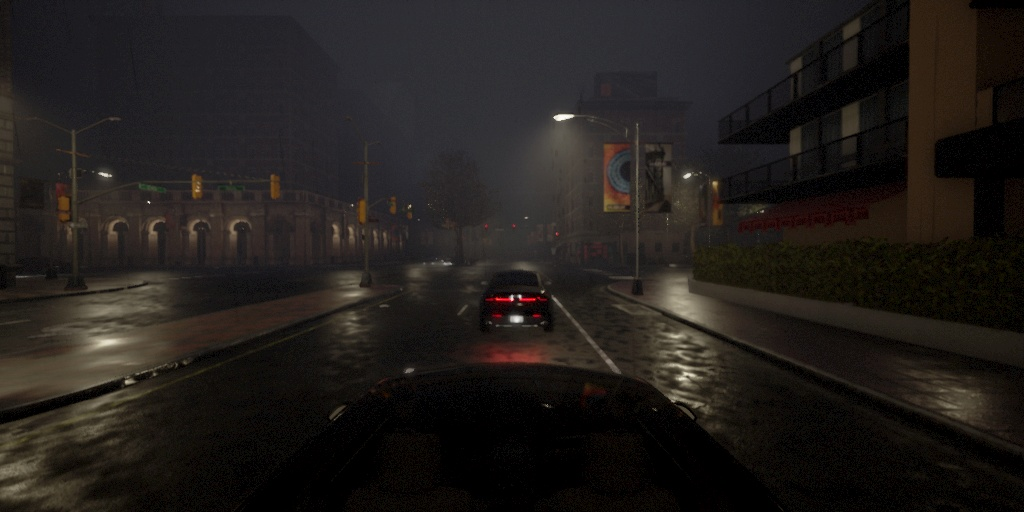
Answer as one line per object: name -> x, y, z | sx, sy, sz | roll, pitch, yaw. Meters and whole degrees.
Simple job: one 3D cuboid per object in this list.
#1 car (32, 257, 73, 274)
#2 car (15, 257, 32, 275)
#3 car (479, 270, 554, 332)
car -> -42.743, 0.830, 32.560 | 5.008, 1.535, 1.882 | 0, 1, 0
car -> -42.557, 0.961, 29.060 | 4.181, 1.385, 1.994 | 0, 1, 0
car -> 0.122, 1.142, 10.444 | 1.837, 1.490, 4.892 | 0, 1, 0
